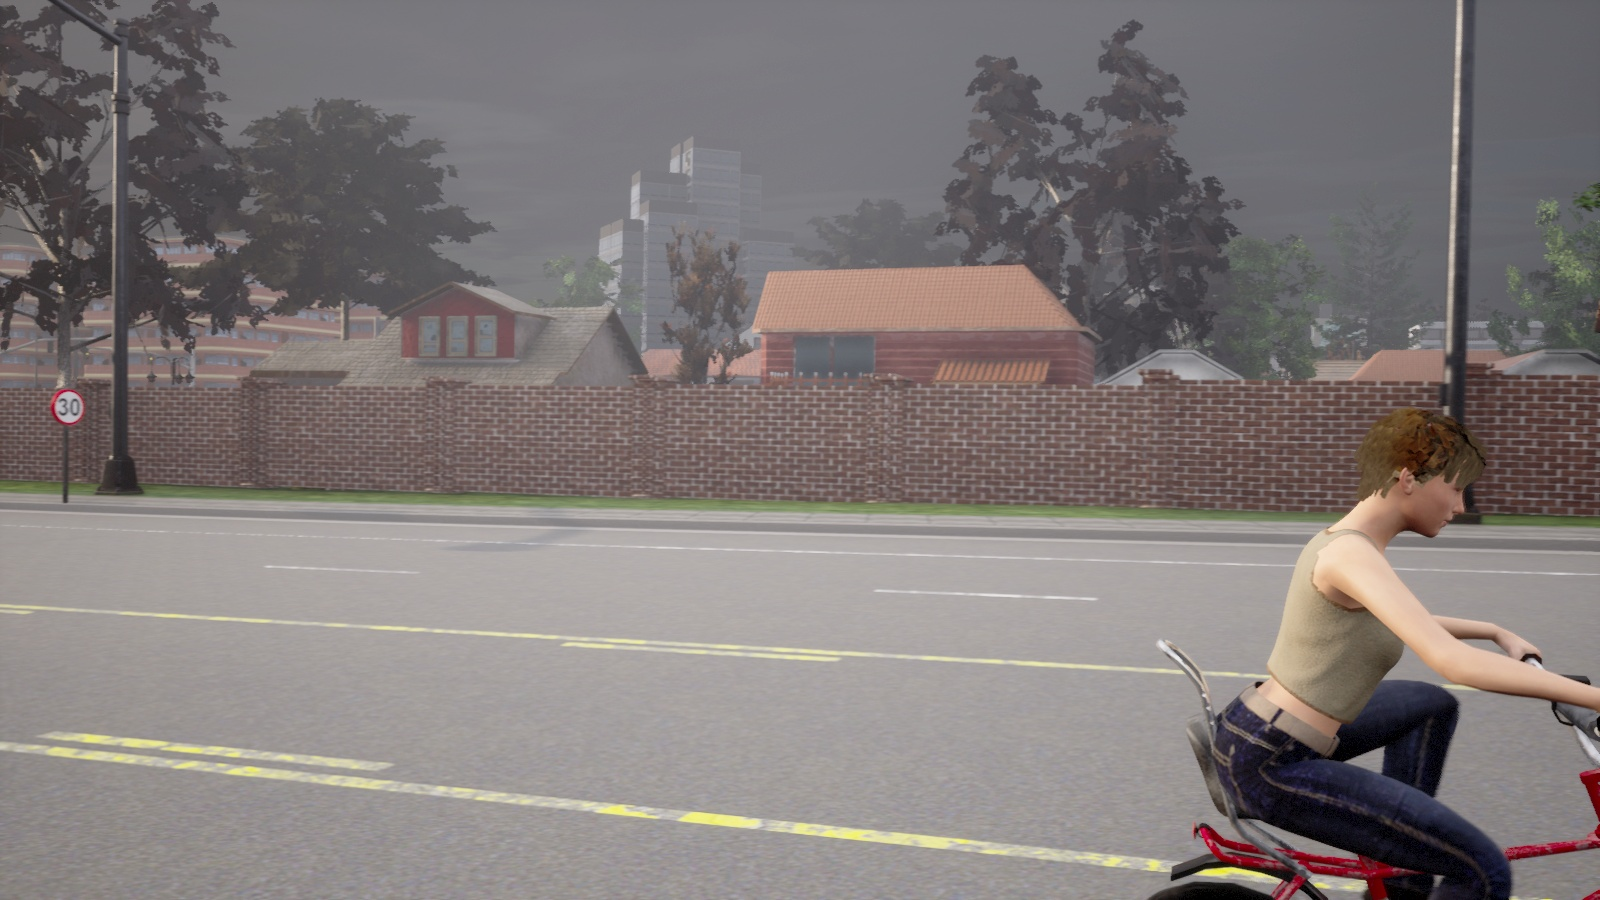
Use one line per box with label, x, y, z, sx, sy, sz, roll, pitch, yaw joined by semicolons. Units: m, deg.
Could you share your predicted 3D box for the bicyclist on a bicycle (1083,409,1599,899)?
bicyclist on a bicycle;1.425;0.725;2.709;1.509;1.612;0.866;1;1;18
